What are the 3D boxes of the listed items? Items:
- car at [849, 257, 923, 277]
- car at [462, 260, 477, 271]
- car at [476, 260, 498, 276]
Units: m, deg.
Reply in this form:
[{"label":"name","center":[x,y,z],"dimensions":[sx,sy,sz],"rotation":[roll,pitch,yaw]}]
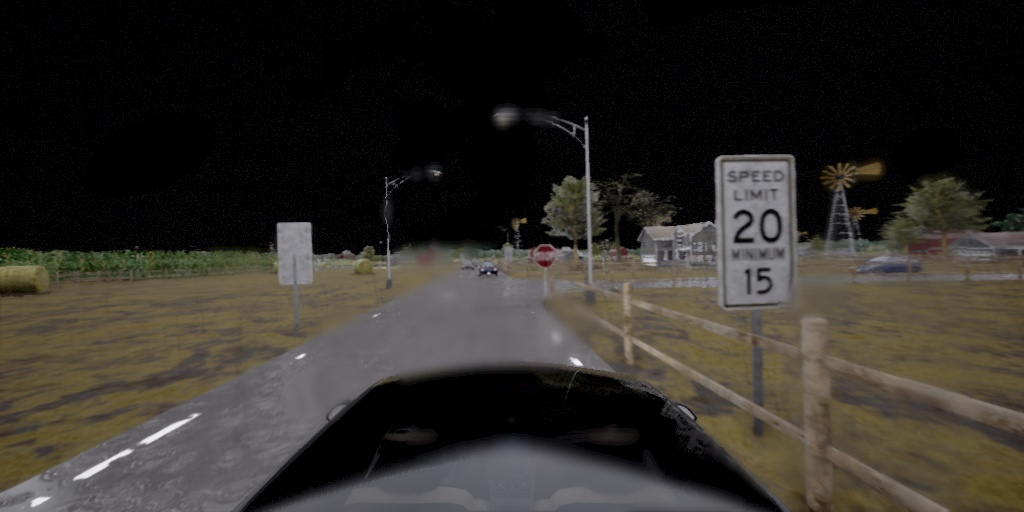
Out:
[{"label":"car","center":[28.405,0.781,27.242],"dimensions":[4.674,1.442,1.812],"rotation":[-1,0,-4]},{"label":"car","center":[-6.654,1.492,55.671],"dimensions":[1.837,1.490,4.892],"rotation":[-2,0,-4]},{"label":"car","center":[-2.383,1.370,36.753],"dimensions":[1.895,1.301,4.718],"rotation":[-2,0,-4]}]
